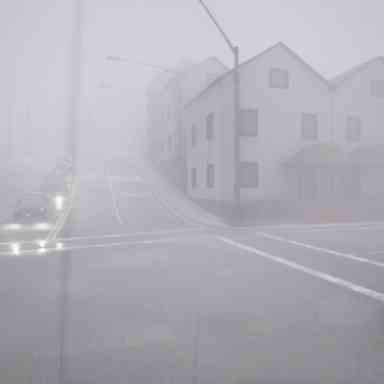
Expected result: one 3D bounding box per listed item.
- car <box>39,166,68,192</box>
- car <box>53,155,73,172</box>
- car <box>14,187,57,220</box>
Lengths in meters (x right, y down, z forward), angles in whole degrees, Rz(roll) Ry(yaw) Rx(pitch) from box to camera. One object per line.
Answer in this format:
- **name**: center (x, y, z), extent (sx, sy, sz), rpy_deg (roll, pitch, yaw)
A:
- **car**: center (-13.205, -1.036, 31.656), extent (1.837, 1.490, 4.892), rpy_deg (-1, 14, -16)
- **car**: center (-15.891, -3.593, 41.079), extent (2.097, 1.767, 4.553), rpy_deg (0, 14, -16)
- **car**: center (-10.488, 0.831, 22.222), extent (1.812, 1.442, 4.674), rpy_deg (-1, 7, -16)
